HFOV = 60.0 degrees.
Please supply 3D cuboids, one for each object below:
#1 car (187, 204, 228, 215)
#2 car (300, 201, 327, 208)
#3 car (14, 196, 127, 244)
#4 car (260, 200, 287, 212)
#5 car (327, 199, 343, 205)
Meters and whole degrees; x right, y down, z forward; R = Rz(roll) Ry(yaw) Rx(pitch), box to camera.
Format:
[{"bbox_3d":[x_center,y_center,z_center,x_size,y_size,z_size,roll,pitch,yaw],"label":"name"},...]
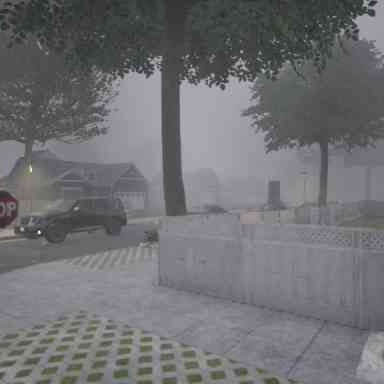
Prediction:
[{"bbox_3d":[1.215,1.641,26.596,1.994,1.385,4.181,1,0,35],"label":"car"},{"bbox_3d":[14.804,1.741,40.945,1.994,1.385,4.181,1,0,35],"label":"car"},{"bbox_3d":[-5.736,1.251,16.607,2.150,2.045,5.566,1,1,35],"label":"car"},{"bbox_3d":[9.430,1.623,38.343,2.128,1.511,4.902,1,0,35],"label":"car"},{"bbox_3d":[22.328,1.790,51.743,1.994,1.385,4.181,1,0,34],"label":"car"}]
